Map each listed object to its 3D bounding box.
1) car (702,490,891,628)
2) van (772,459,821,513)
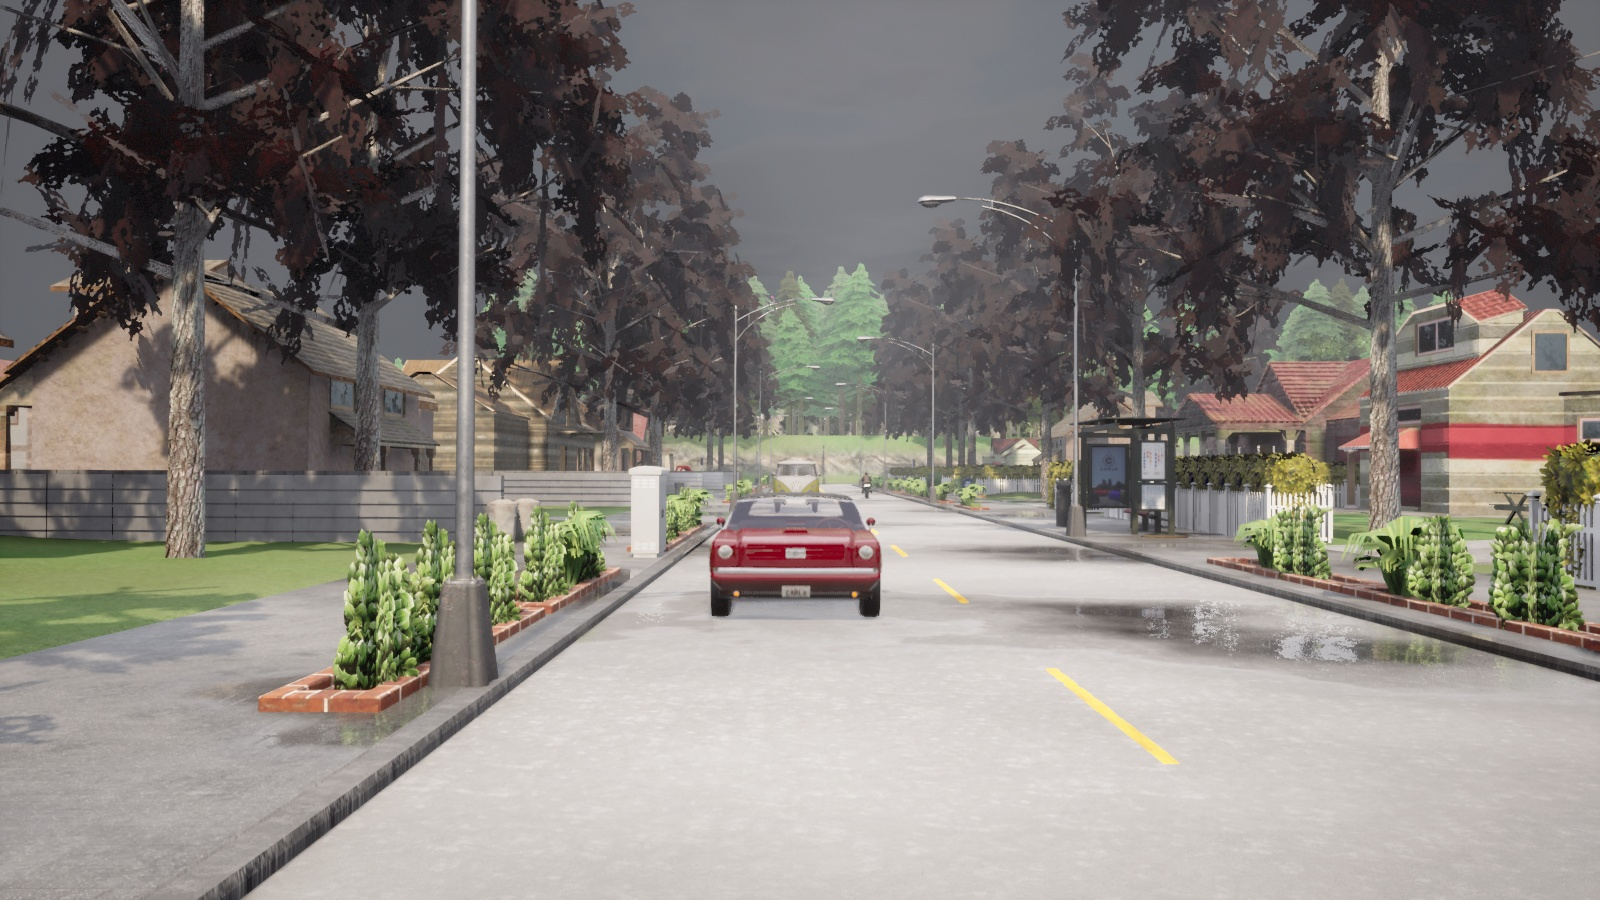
[{"bbox_3d":[-0.041,1.166,14.948,1.895,1.301,4.718,0,-1,0],"label":"car"},{"bbox_3d":[-0.133,1.383,48.684,1.775,1.987,4.442,0,-1,0],"label":"van"}]
